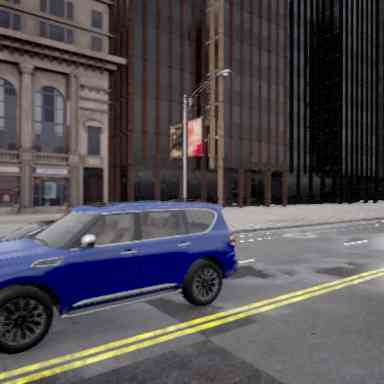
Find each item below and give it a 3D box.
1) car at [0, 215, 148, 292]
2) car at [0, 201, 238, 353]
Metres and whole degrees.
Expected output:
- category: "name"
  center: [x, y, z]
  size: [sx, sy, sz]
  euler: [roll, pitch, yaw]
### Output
- category: "car"
  center: [-3.788, 1.506, 8.914]
  size: [4.892, 1.490, 1.837]
  euler: [0, 0, -35]
- category: "car"
  center: [-1.579, 1.223, 6.509]
  size: [5.566, 2.045, 2.150]
  euler: [0, 0, -36]
